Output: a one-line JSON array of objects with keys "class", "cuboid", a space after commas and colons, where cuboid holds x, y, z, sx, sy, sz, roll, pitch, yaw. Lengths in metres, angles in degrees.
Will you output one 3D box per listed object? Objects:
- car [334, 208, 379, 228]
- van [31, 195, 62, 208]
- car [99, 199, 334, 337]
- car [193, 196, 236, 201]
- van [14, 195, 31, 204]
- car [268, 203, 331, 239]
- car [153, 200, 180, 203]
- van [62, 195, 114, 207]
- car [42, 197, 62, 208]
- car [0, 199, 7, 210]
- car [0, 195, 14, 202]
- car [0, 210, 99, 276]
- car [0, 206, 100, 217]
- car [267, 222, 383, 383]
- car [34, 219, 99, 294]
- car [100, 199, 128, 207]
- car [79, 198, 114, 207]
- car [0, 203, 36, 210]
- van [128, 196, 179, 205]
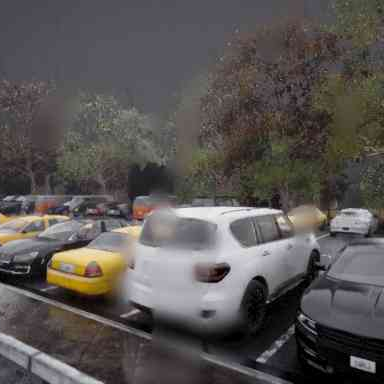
[{"class": "car", "cuboid": [8.731, 1.604, 17.808, 2.002, 1.452, 4.674, 0, 0, 36]}, {"class": "van", "cuboid": [-13.627, 1.326, 34.148, 1.878, 1.987, 4.442, 0, 0, 36]}, {"class": "car", "cuboid": [1.068, 1.320, 7.247, 2.435, 2.045, 5.566, 0, 0, 36]}, {"class": "car", "cuboid": [2.020, 1.284, 22.707, 2.435, 2.045, 5.566, 0, 0, 36]}, {"class": "van", "cuboid": [-16.007, 1.341, 35.584, 1.878, 1.987, 4.442, 0, 0, 36]}, {"class": "car", "cuboid": [6.381, 1.551, 19.285, 1.946, 1.575, 5.366, 0, 0, 36]}, {"class": "car", "cuboid": [-0.257, 1.555, 24.286, 2.163, 1.488, 4.792, 0, 0, 36]}, {"class": "van", "cuboid": [-9.259, 1.300, 30.707, 1.878, 1.987, 4.442, 0, 0, 36]}, {"class": "car", "cuboid": [-11.448, 1.537, 32.433, 2.097, 1.535, 5.008, 0, 0, 36]}, {"class": "car", "cuboid": [-27.255, 1.680, 43.878, 2.002, 1.452, 4.674, 0, 0, 36]}, {"class": "car", "cuboid": [-18.198, 1.330, 37.280, 2.435, 2.045, 5.566, 0, 0, 36]}, {"class": "car", "cuboid": [-3.443, 1.553, 10.487, 2.231, 1.521, 4.892, 0, 0, 36]}, {"class": "car", "cuboid": [-5.803, 1.539, 11.959, 1.946, 1.575, 5.366, 0, 0, 36]}, {"class": "car", "cuboid": [3.302, 1.580, 5.600, 2.097, 1.535, 5.008, 0, 0, 36]}, {"class": "car", "cuboid": [-1.089, 1.558, 9.003, 1.946, 1.575, 5.366, 0, 0, 36]}, {"class": "car", "cuboid": [-4.811, 1.544, 27.655, 2.163, 1.488, 4.792, 0, 0, 36]}, {"class": "car", "cuboid": [-6.949, 1.546, 29.204, 2.163, 1.488, 4.792, 0, 0, 36]}, {"class": "car", "cuboid": [-10.398, 1.522, 15.287, 1.946, 1.575, 5.366, 0, 0, 36]}, {"class": "van", "cuboid": [-2.515, 1.292, 26.101, 1.878, 1.987, 4.442, 0, 0, 36]}]
